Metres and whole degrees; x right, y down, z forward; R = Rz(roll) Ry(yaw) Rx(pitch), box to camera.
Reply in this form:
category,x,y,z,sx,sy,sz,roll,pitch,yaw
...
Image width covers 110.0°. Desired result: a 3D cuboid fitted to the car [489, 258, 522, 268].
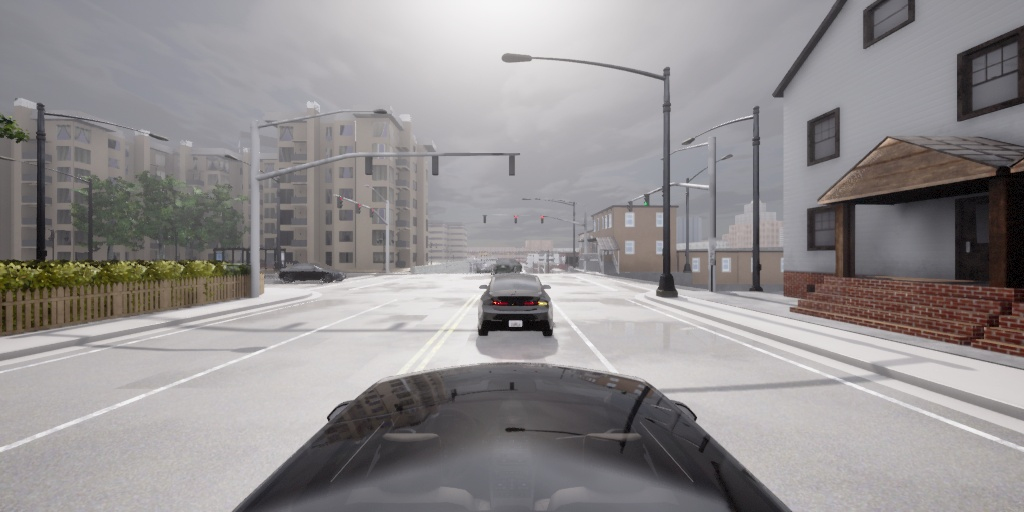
category,x,y,z,sx,sy,sz,roll,pitch,yaw
car,-0.376,1.039,37.115,2.097,1.767,4.553,-1,0,14

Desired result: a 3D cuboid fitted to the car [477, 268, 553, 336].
category,x,y,z,sx,sy,sz,roll,pitch,yaw
car,0.090,1.255,10.371,1.837,1.490,4.892,0,0,0

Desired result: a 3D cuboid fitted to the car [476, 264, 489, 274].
category,x,y,z,sx,sy,sz,roll,pitch,yaw
car,-3.624,1.755,47.184,2.128,1.511,4.902,0,-5,0

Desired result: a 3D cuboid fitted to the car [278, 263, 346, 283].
category,x,y,z,sx,sy,sz,roll,pitch,yaw
car,-14.977,1.276,26.976,4.674,1.442,1.812,0,0,1
